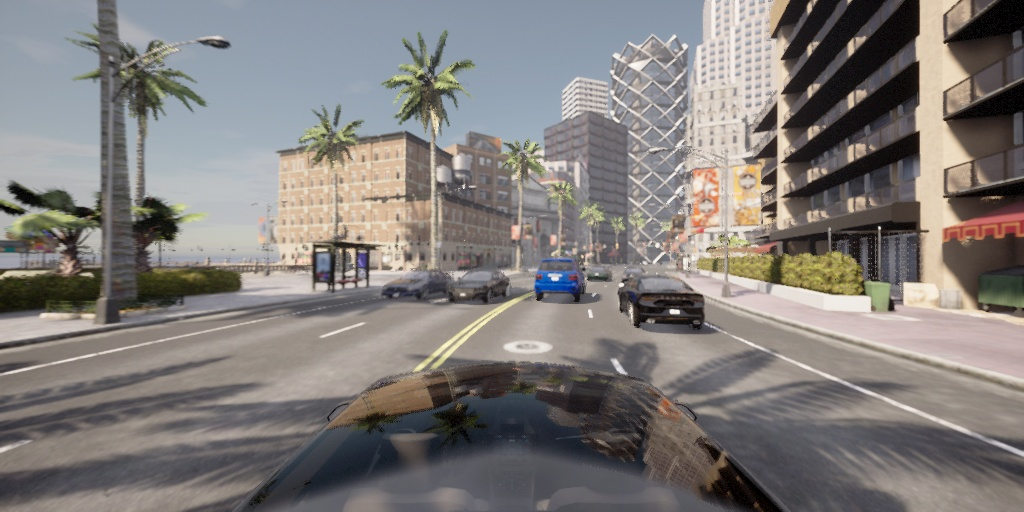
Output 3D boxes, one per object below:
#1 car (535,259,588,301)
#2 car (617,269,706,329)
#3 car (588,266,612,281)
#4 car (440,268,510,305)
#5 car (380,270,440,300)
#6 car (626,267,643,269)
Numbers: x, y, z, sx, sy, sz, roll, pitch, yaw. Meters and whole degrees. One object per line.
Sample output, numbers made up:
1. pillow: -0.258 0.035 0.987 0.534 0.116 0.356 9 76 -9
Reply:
1. car: 2.633 1.161 18.863 2.150 2.045 5.566 0 -1 15
2. car: 4.721 1.357 11.972 1.882 1.535 5.008 0 -1 9
3. car: 8.659 1.703 35.319 1.994 1.385 4.181 0 -1 22
4. car: -1.464 1.384 17.542 1.882 1.535 5.008 0 -1 14
5. car: -4.735 1.454 19.161 2.033 1.411 5.357 0 -1 14
6. car: 10.258 1.640 30.004 2.033 1.411 5.357 0 -1 22
